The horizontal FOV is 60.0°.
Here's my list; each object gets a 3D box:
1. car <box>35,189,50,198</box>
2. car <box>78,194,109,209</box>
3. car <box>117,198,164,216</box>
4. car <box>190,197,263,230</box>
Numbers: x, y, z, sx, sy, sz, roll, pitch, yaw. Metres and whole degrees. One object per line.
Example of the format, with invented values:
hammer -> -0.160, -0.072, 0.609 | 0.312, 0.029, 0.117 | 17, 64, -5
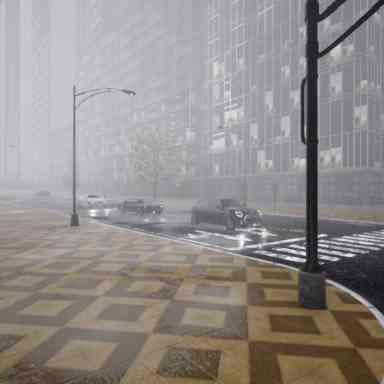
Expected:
car -> -28.603, 0.236, 63.592 | 1.882, 1.535, 5.008 | 0, 1, -38
car -> -10.501, 0.910, 34.966 | 1.812, 1.442, 4.674 | 0, 1, -38
car -> -4.254, 1.171, 27.019 | 1.895, 1.301, 4.718 | 0, 1, -38
car -> 1.906, 1.104, 19.216 | 2.097, 1.767, 4.553 | 0, 1, -38
